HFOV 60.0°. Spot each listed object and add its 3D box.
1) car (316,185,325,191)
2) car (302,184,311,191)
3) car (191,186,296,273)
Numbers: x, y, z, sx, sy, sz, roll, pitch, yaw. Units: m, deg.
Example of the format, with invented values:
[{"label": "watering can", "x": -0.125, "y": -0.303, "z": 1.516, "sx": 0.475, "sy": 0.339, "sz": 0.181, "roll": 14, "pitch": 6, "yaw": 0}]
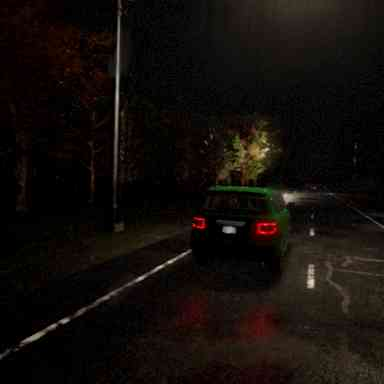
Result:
[{"label": "car", "x": 33.074, "y": -0.981, "z": 85.509, "sx": 1.837, "sy": 1.490, "sz": 4.892, "roll": 3, "pitch": 3, "yaw": 20}, {"label": "car", "x": 29.657, "y": -1.130, "z": 86.344, "sx": 1.837, "sy": 1.490, "sz": 4.892, "roll": 3, "pitch": 3, "yaw": 20}, {"label": "car", "x": 1.745, "y": 0.854, "z": 9.865, "sx": 2.150, "sy": 2.045, "sz": 5.566, "roll": 3, "pitch": 3, "yaw": 20}]
